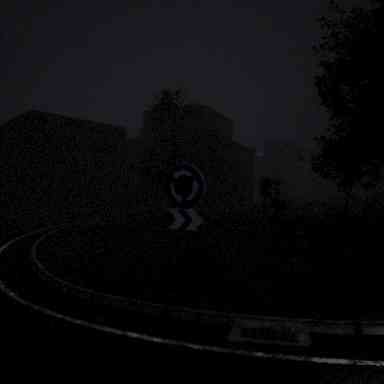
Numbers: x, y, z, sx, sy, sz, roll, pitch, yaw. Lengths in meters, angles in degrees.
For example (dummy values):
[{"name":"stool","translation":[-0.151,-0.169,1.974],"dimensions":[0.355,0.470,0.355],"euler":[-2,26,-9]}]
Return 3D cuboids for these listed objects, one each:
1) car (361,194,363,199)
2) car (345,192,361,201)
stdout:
[{"name":"car","translation":[36.533,0.779,73.496],"dimensions":[2.033,1.411,5.357],"euler":[2,2,30]},{"name":"car","translation":[28.205,0.865,58.711],"dimensions":[1.994,1.385,4.181],"euler":[2,-3,30]}]
